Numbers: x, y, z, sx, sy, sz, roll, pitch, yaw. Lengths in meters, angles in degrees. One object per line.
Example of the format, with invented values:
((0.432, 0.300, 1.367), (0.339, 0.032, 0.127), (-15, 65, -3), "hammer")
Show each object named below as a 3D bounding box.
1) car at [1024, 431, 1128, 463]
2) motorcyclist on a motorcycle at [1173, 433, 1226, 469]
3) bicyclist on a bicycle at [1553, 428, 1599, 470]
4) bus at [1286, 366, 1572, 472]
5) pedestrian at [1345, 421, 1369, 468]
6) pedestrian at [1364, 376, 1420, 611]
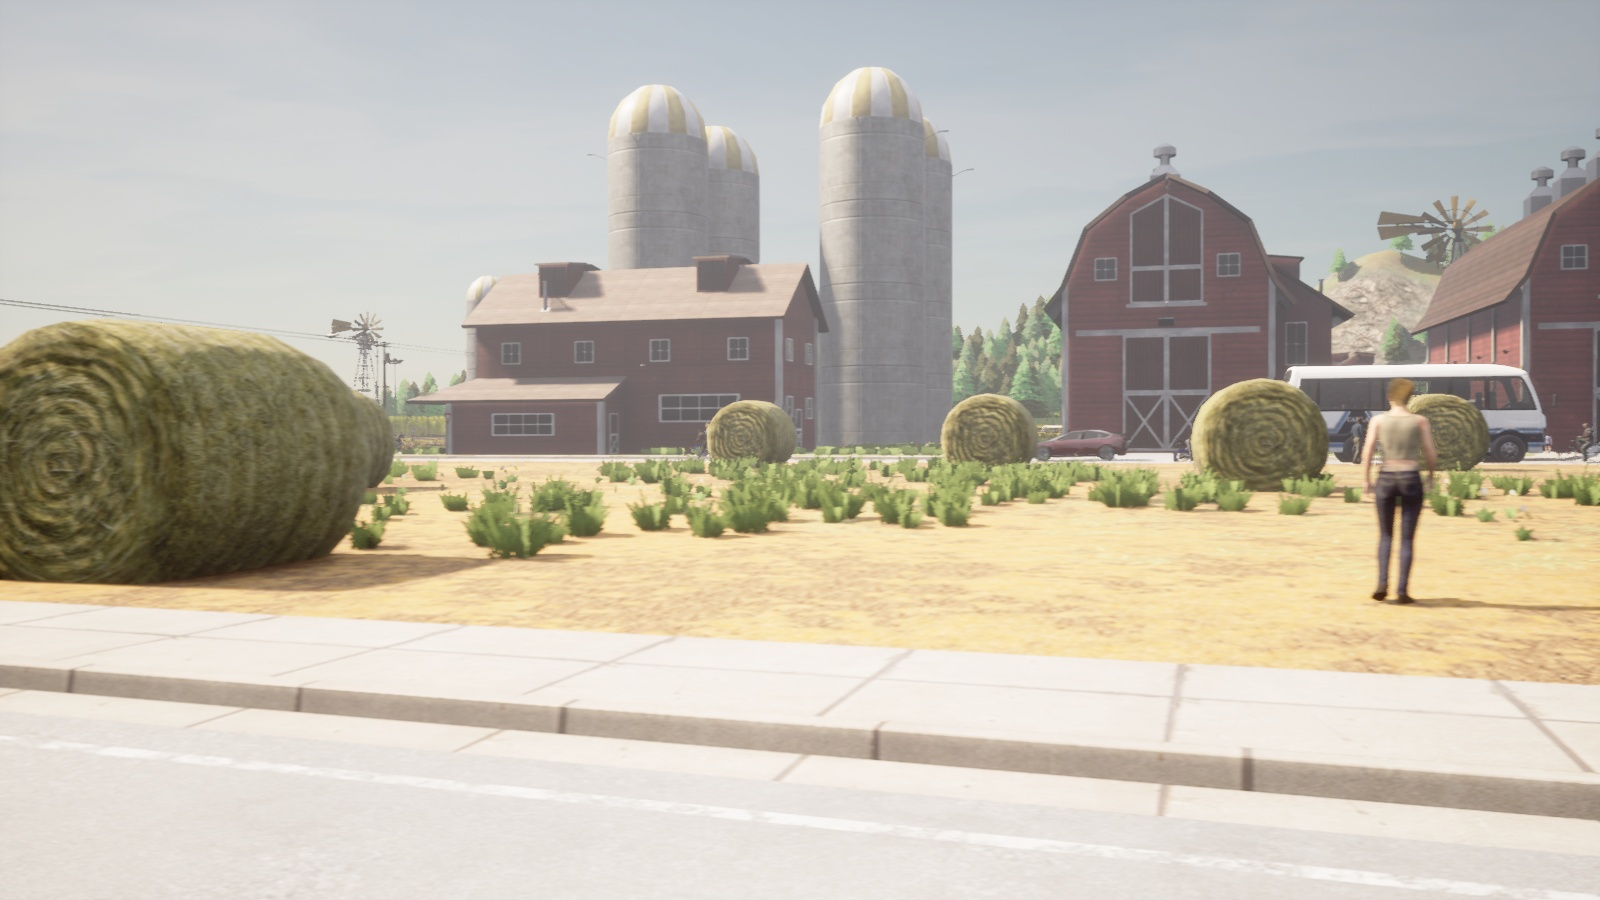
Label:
((13.324, -0.134, 60.555), (4.792, 1.488, 2.163), (0, 1, 15), "car")
((17.729, 0.032, 55.774), (2.191, 1.530, 0.866), (1, 1, 15), "motorcyclist on a motorcycle")
((34.167, -0.048, 55.059), (1.843, 1.776, 0.659), (1, 1, 15), "bicyclist on a bicycle")
((26.403, -1.299, 53.469), (10.273, 4.253, 3.944), (0, 1, 15), "bus")
((21.549, -0.217, 48.575), (0.726, 1.835, 0.370), (0, 1, -12), "pedestrian")
((4.799, 0.335, 10.175), (0.345, 1.836, 0.594), (1, 1, 30), "pedestrian")
